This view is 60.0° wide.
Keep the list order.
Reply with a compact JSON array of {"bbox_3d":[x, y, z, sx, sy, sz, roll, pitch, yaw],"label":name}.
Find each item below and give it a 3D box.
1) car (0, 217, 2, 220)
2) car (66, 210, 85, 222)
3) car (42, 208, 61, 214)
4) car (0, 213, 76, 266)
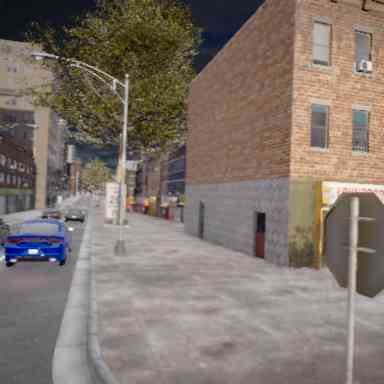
[{"bbox_3d":[-9.325,1.805,14.501,1.837,1.490,4.892,2,-2,-17],"label":"car"},{"bbox_3d":[-13.223,2.668,37.576,1.994,1.385,4.181,2,-2,-17],"label":"car"},{"bbox_3d":[-17.214,2.653,40.902,2.033,1.411,5.357,2,-2,-16],"label":"car"},{"bbox_3d":[-5.797,1.826,13.023,1.882,1.535,5.008,2,-2,-17],"label":"car"}]
